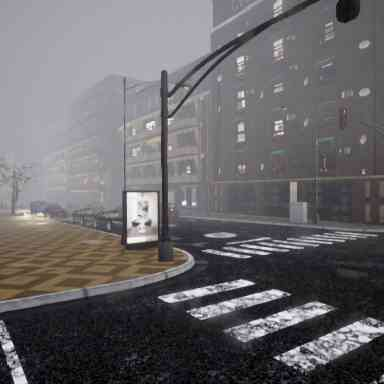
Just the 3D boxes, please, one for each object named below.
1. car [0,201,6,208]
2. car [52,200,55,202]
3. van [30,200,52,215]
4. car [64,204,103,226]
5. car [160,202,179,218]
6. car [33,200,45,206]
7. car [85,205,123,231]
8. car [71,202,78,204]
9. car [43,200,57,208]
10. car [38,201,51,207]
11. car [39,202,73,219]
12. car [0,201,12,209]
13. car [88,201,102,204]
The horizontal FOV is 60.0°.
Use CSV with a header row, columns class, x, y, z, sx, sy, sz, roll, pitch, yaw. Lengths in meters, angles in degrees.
class,x,y,z,sx,sy,sz,roll,pitch,yaw
car,-44.588,2.860,77.366,1.887,1.381,4.507,-2,0,-36
car,-25.325,2.469,60.621,1.994,1.385,4.181,-1,-1,-36
van,-19.788,2.034,43.013,1.690,1.788,3.998,-2,0,-36
car,-8.797,1.968,27.646,2.008,1.369,4.403,-2,0,-36
car,-3.110,1.823,34.520,1.967,1.590,4.097,-2,0,-36
car,-37.797,2.795,82.275,1.887,1.381,4.507,-2,0,-36
car,-5.534,1.887,23.133,2.008,1.369,4.403,-2,0,-36
car,-21.480,2.423,59.710,1.802,1.307,4.206,-2,0,-36
car,-31.274,2.526,73.249,1.967,1.590,4.097,-2,0,-36
car,-34.533,2.734,77.762,1.947,1.339,4.313,-2,0,-36
car,-14.871,2.114,36.124,1.887,1.381,4.507,-2,0,-36
car,-38.062,2.702,68.340,2.008,1.369,4.403,-2,0,-36
car,-14.954,2.117,50.687,1.967,1.590,4.097,-2,0,-36
